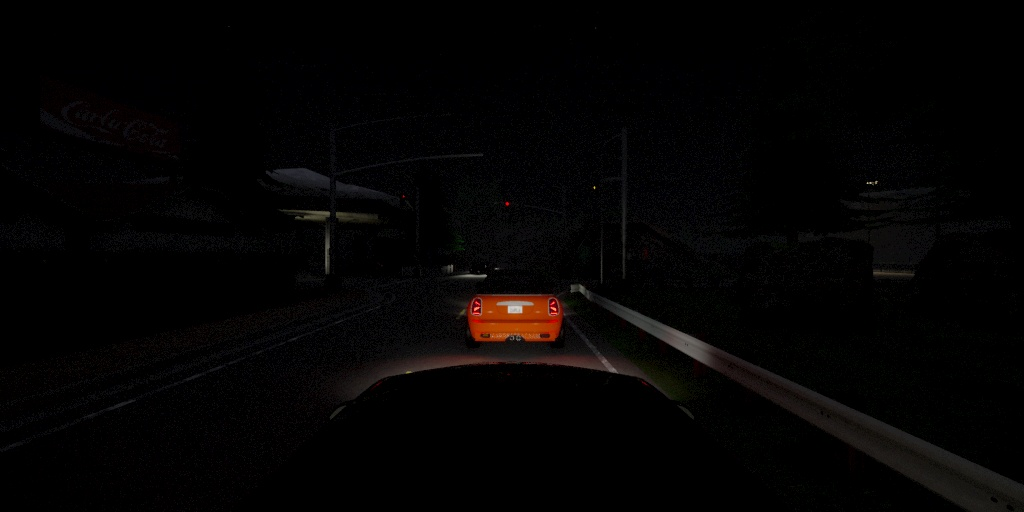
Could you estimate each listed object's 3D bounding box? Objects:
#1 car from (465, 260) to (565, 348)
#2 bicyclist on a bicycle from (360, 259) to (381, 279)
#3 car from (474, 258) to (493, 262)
[{"bbox_3d":[0.078,1.102,9.384,2.097,1.767,4.553,0,0,0],"label":"car"},{"bbox_3d":[-11.758,1.097,29.870,1.656,1.620,0.582,1,-3,-19],"label":"bicyclist on a bicycle"},{"bbox_3d":[-3.575,1.102,40.648,2.097,1.767,4.553,0,0,0],"label":"car"}]
